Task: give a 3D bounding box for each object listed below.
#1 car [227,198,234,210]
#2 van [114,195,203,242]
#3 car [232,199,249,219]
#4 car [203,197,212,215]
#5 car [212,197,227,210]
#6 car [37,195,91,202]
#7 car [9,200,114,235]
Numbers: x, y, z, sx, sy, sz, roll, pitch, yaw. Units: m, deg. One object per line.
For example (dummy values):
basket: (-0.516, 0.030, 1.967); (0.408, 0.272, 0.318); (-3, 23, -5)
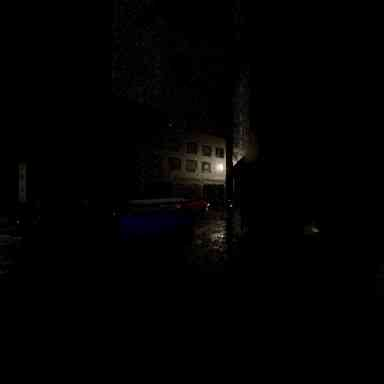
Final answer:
car: (5.322, 1.073, 35.040); (2.128, 1.511, 4.902); (0, 1, 36)
van: (-1.417, 1.208, 15.475); (1.690, 1.788, 3.998); (1, 1, 35)
car: (5.090, 1.280, 24.614); (2.008, 1.369, 4.403); (1, 1, 35)
car: (-0.671, 1.061, 26.641); (2.097, 1.767, 4.553); (0, 1, 35)
car: (1.401, 1.166, 34.130); (1.947, 1.339, 4.313); (1, 2, 35)
car: (-8.360, 1.123, 20.420); (2.192, 1.841, 5.009); (1, 1, 35)
car: (-6.646, 1.383, 18.253); (2.033, 1.411, 5.357); (0, 1, 36)
